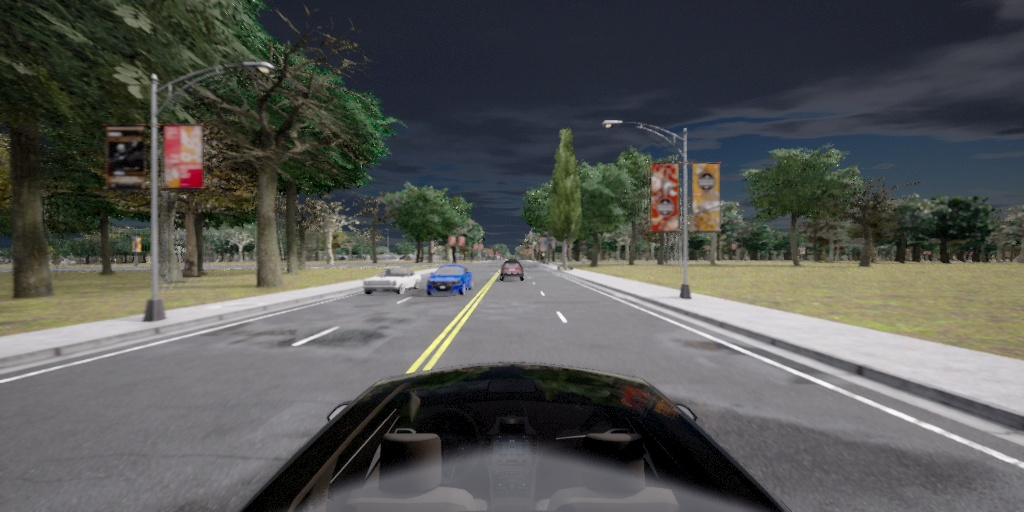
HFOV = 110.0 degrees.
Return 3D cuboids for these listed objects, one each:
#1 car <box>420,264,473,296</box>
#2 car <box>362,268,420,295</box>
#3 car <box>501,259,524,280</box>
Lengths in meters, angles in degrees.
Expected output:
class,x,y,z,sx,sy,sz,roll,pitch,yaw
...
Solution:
class,x,y,z,sx,sy,sz,roll,pitch,yaw
car,-3.268,1.230,19.527,1.882,1.535,5.008,0,0,0
car,-6.514,1.354,19.865,1.895,1.301,4.718,0,0,0
car,0.006,1.186,31.452,2.033,1.649,4.856,0,0,0
